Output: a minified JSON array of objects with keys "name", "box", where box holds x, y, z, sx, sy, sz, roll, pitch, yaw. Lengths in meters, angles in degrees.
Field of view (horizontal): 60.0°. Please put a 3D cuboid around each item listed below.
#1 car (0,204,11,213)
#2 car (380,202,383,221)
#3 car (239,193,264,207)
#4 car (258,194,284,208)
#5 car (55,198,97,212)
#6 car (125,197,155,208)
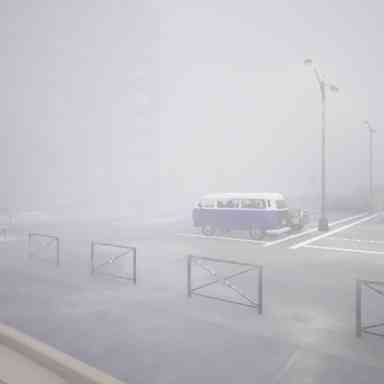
[{"name":"car","box":[-19.376,1.492,29.908,2.033,1.411,5.357,0,0,36]},{"name":"car","box":[17.298,1.153,25.445,4.605,1.855,1.932,0,0,36]},{"name":"car","box":[10.795,1.449,59.537,1.837,1.490,4.892,0,0,36]},{"name":"car","box":[13.692,1.545,57.572,1.895,1.301,4.718,0,0,36]},{"name":"car","box":[-13.319,1.422,38.325,1.882,1.535,5.008,0,0,36]},{"name":"car","box":[-7.246,1.436,46.758,2.128,1.511,4.902,0,0,36]}]
